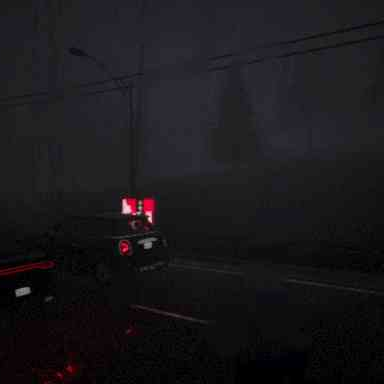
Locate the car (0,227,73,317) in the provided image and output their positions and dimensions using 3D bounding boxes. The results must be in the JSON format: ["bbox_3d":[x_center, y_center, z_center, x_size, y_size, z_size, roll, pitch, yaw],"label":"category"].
[{"bbox_3d":[-4.943,1.523,6.763,5.008,1.535,1.882,-1,0,30],"label":"car"}]

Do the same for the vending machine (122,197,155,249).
[{"bbox_3d":[-2.259,1.249,14.032,0.880,2.100,1.100,0,0,29],"label":"vending machine"}]

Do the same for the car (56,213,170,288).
[{"bbox_3d":[-2.934,1.395,9.532,4.553,1.767,2.097,-1,0,31],"label":"car"}]
